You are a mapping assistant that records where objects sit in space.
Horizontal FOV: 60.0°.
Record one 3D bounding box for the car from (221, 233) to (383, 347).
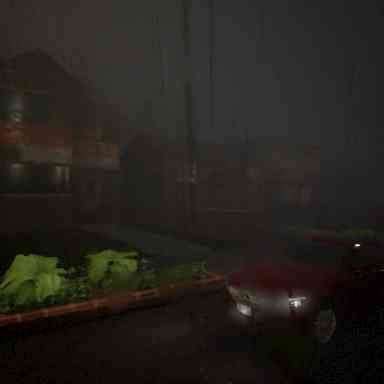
[{"bbox_3d":[2.697,1.580,6.517,4.674,1.442,1.812,1,0,-36],"label":"car"}]
